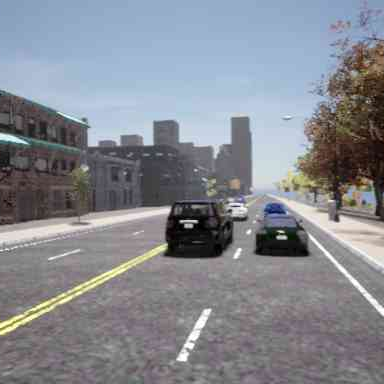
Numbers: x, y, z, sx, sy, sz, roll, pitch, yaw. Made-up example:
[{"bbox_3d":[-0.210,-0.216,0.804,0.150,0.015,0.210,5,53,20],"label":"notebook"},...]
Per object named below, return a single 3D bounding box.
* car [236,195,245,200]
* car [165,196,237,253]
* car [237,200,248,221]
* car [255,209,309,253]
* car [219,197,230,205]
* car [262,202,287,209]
[{"bbox_3d":[10.168,1.639,70.706,2.150,2.045,5.566,-1,0,13],"label":"car"},{"bbox_3d":[0.489,1.322,14.528,2.150,2.045,5.566,-1,0,13],"label":"car"},{"bbox_3d":[3.958,1.704,29.469,1.812,1.442,4.674,-1,0,13],"label":"car"},{"bbox_3d":[3.712,1.627,14.010,1.994,1.385,4.181,-1,0,13],"label":"car"},{"bbox_3d":[7.013,1.958,71.467,1.837,1.490,4.892,-1,0,13],"label":"car"},{"bbox_3d":[7.149,1.612,28.838,1.882,1.535,5.008,-1,0,13],"label":"car"}]
